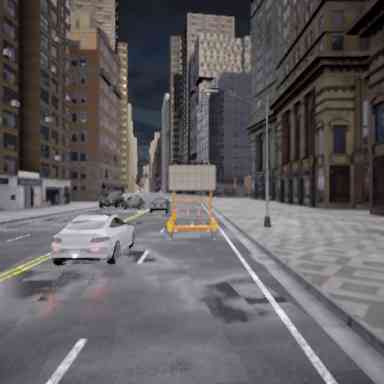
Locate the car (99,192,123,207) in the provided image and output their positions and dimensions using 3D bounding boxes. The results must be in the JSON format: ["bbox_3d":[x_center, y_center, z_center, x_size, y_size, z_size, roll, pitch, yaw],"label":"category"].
[{"bbox_3d":[-9.847,0.975,41.198,2.150,2.045,5.566,0,0,0],"label":"car"}]

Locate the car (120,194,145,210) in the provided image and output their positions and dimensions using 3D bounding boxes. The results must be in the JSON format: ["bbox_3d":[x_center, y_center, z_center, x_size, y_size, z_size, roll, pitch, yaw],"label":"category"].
[{"bbox_3d":[-6.594,1.275,38.246,1.837,1.490,4.892,0,0,0],"label":"car"}]

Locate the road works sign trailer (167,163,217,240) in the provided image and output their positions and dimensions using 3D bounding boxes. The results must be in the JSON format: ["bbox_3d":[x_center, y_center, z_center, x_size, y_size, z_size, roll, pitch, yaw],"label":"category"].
[{"bbox_3d":[0.012,0.366,16.326,2.380,3.560,2.880,0,0,0],"label":"road works sign trailer"}]

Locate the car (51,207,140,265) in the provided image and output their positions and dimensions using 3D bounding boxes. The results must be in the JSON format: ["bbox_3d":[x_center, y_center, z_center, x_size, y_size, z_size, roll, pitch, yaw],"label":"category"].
[{"bbox_3d":[-3.153,1.457,11.273,1.812,1.442,4.674,0,0,0],"label":"car"}]

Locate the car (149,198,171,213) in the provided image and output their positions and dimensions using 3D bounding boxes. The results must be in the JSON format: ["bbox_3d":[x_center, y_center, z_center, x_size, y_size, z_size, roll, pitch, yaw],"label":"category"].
[{"bbox_3d":[-3.154,1.346,33.581,2.033,1.411,5.357,0,0,0],"label":"car"}]
